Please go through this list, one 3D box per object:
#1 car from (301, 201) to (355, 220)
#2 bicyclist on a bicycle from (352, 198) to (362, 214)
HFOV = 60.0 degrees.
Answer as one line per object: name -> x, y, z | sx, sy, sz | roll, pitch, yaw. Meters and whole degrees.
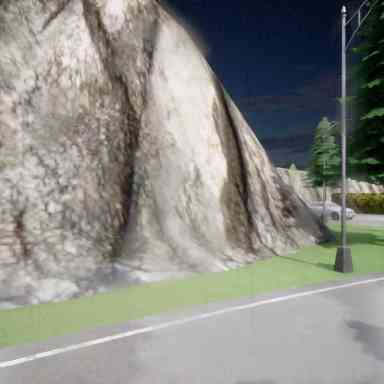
car -> 11.332, 1.526, 27.991 | 1.812, 1.442, 4.674 | 0, 0, -28
bicyclist on a bicycle -> 16.507, 1.453, 33.370 | 1.656, 1.620, 0.582 | 0, 0, -28
